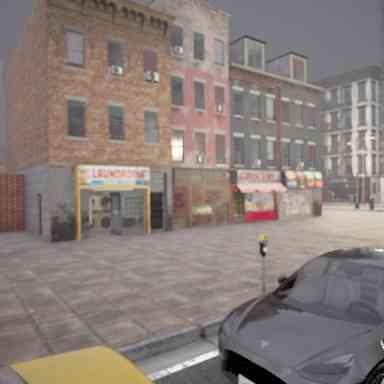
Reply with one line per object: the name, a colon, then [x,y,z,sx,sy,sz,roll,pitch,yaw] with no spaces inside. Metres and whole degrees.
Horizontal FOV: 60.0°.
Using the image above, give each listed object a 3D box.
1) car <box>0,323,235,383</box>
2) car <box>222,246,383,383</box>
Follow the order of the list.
car: [-2.238,1.541,1.216,4.829,1.417,1.752,-1,0,-36]
car: [2.339,1.509,4.482,4.313,1.339,1.947,-1,0,-36]
